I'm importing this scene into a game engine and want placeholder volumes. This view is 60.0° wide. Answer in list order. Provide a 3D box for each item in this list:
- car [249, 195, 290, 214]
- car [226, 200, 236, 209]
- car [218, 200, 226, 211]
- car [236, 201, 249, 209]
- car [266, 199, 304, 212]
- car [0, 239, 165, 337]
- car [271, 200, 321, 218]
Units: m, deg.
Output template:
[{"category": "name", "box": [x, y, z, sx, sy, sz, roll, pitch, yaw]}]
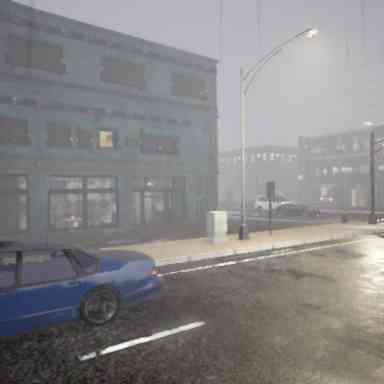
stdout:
[{"category": "car", "box": [9.333, 1.406, 36.518, 2.150, 2.045, 5.566, -1, 0, -35]}, {"category": "car", "box": [5.527, 1.857, 51.853, 1.802, 1.307, 4.206, -2, 0, -35]}, {"category": "car", "box": [1.903, 1.764, 42.483, 1.967, 1.590, 4.097, -2, 0, -35]}, {"category": "car", "box": [8.734, 1.796, 47.343, 1.802, 1.307, 4.206, -2, 0, -35]}, {"category": "car", "box": [11.942, 1.702, 42.832, 2.008, 1.369, 4.403, -2, 0, -35]}, {"category": "car", "box": [-3.100, 1.545, 5.462, 5.357, 1.411, 2.033, 0, 0, -35]}, {"category": "car", "box": [9.851, 1.733, 31.105, 1.947, 1.339, 4.313, -2, 0, -35]}]
